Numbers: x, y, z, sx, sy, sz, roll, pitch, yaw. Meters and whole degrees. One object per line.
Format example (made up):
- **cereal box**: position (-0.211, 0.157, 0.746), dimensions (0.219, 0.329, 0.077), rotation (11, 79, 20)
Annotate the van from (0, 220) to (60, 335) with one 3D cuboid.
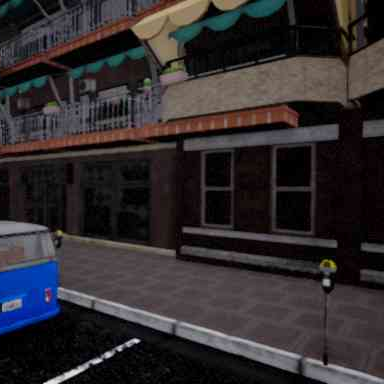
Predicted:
- **van**: position (-4.024, 1.355, 5.738), dimensions (3.998, 1.788, 1.690), rotation (0, 1, 36)
